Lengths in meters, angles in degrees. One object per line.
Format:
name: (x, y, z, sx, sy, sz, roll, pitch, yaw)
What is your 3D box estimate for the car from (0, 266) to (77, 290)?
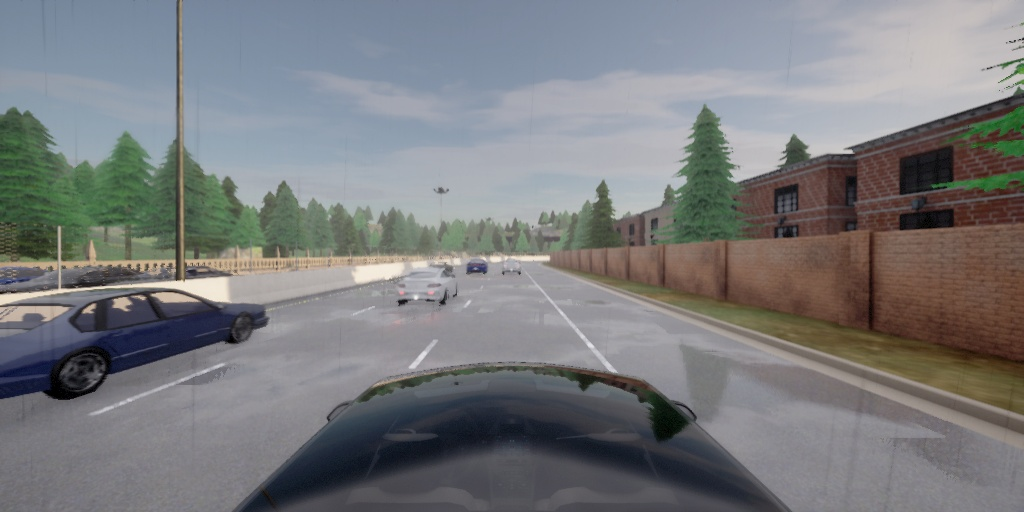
car: (-17.656, 1.203, 14.767, 1.837, 1.490, 4.892, 0, 0, 0)

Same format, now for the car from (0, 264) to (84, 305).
car: (-21.155, 1.176, 14.444, 1.882, 1.535, 5.008, 0, 0, 0)

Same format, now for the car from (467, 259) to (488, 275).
car: (-3.558, 1.086, 37.512, 1.882, 1.535, 5.008, 0, 0, 0)

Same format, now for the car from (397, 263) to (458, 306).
car: (-3.458, 1.222, 15.167, 1.812, 1.442, 4.674, 0, 0, 0)

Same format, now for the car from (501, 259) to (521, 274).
car: (-0.060, 1.133, 37.878, 1.812, 1.442, 4.674, 0, 0, 0)

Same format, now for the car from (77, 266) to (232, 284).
car: (-14.158, 1.188, 15.059, 2.128, 1.511, 4.902, 0, 0, 0)

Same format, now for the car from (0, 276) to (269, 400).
car: (-6.918, 1.279, 6.370, 2.033, 1.411, 5.357, 0, 0, 0)
